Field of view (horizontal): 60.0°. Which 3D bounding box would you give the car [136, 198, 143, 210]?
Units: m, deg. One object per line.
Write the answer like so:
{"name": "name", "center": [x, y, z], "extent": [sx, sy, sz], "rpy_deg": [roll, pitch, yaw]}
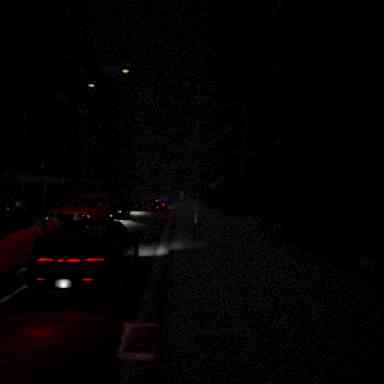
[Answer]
{"name": "car", "center": [-6.676, 1.355, 37.822], "extent": [2.033, 1.411, 5.357], "rpy_deg": [1, 0, -2]}

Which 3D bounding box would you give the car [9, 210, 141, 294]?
{"name": "car", "center": [-2.513, 1.454, 8.632], "extent": [1.837, 1.490, 4.892], "rpy_deg": [1, 0, -3]}

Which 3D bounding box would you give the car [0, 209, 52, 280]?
{"name": "car", "center": [-5.300, 1.258, 7.872], "extent": [2.097, 1.767, 4.553], "rpy_deg": [1, 0, -4]}

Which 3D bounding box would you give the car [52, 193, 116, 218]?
{"name": "car", "center": [-5.773, 1.095, 17.490], "extent": [2.150, 2.045, 5.566], "rpy_deg": [1, 0, -3]}

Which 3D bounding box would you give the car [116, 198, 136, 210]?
{"name": "car", "center": [-6.248, 1.387, 27.731], "extent": [2.033, 1.411, 5.357], "rpy_deg": [1, 0, -2]}

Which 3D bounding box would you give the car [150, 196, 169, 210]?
{"name": "car", "center": [-3.887, 1.452, 39.274], "extent": [1.895, 1.301, 4.718], "rpy_deg": [1, 0, -2]}

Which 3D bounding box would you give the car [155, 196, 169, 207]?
{"name": "car", "center": [-4.403, 1.350, 49.448], "extent": [1.812, 1.442, 4.674], "rpy_deg": [1, 0, -3]}
